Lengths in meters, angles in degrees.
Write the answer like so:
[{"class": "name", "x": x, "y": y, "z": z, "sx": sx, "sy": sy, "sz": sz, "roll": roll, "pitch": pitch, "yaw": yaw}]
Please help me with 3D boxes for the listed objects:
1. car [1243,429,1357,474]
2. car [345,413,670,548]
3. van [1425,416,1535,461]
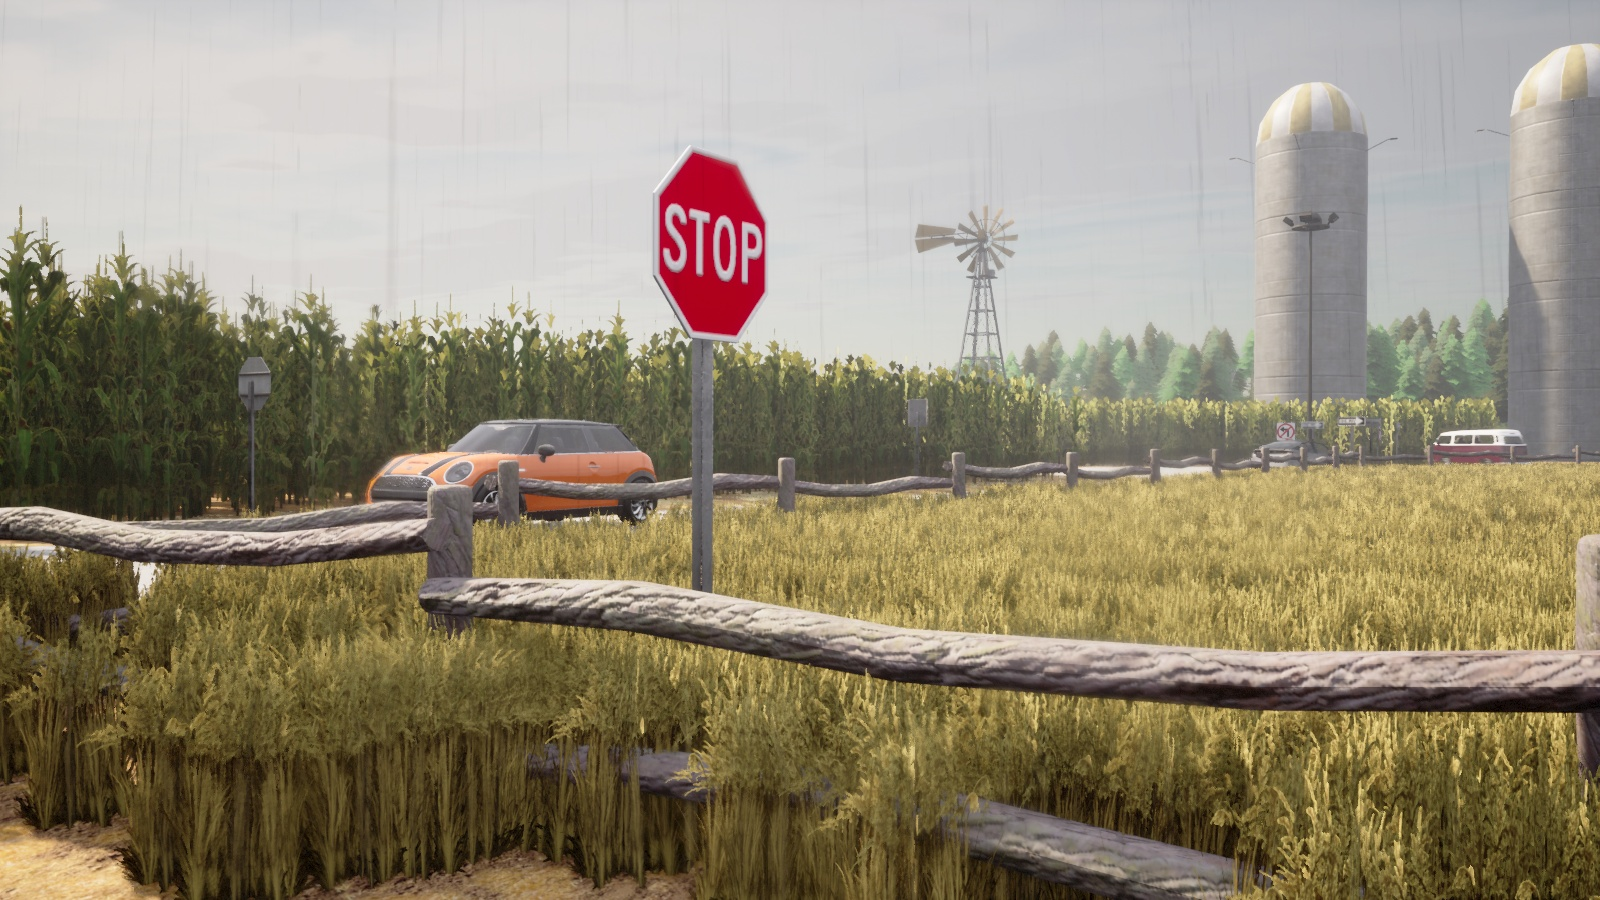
[{"class": "car", "x": 18.168, "y": 0.044, "z": 45.527, "sx": 4.514, "sy": 1.525, "sz": 2.007, "roll": -1, "pitch": 1, "yaw": -42}, {"class": "car", "x": -4.234, "y": 0.387, "z": 18.912, "sx": 2.097, "sy": 1.767, "sz": 4.553, "roll": -1, "pitch": 0, "yaw": 34}, {"class": "van", "x": 32.611, "y": -0.542, "z": 60.406, "sx": 2.069, "sy": 2.038, "sz": 4.480, "roll": -1, "pitch": 1, "yaw": -17}]
